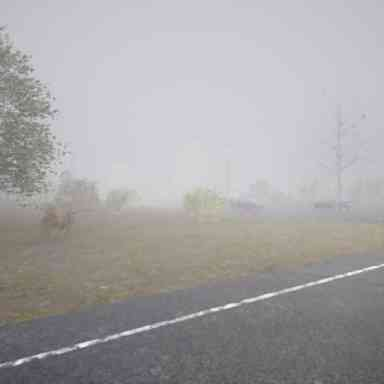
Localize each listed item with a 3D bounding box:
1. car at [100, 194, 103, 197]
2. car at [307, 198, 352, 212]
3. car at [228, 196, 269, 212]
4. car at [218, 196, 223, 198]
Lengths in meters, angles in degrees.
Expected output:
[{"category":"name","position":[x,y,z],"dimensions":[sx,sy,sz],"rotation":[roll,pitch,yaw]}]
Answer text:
[{"category":"car","position":[-19.948,1.153,73.190],"dimensions":[1.812,1.442,4.674],"rotation":[0,0,-30]},{"category":"car","position":[15.157,1.367,36.932],"dimensions":[2.128,1.511,4.902],"rotation":[0,0,-37]},{"category":"car","position":[6.336,1.395,36.980],"dimensions":[1.812,1.442,4.674],"rotation":[0,0,-37]},{"category":"car","position":[4.516,1.268,50.953],"dimensions":[1.882,1.535,5.008],"rotation":[0,0,-37]}]
